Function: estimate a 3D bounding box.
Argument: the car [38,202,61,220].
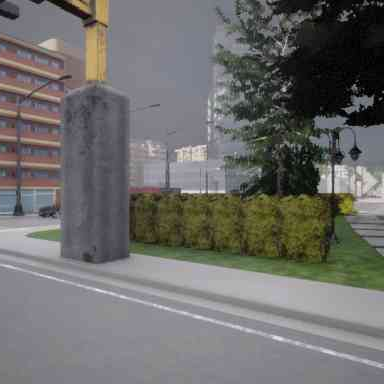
[{"bbox_3d":[-10.761,1.477,28.930,1.882,1.535,5.008,0,0,36],"label":"car"}]
